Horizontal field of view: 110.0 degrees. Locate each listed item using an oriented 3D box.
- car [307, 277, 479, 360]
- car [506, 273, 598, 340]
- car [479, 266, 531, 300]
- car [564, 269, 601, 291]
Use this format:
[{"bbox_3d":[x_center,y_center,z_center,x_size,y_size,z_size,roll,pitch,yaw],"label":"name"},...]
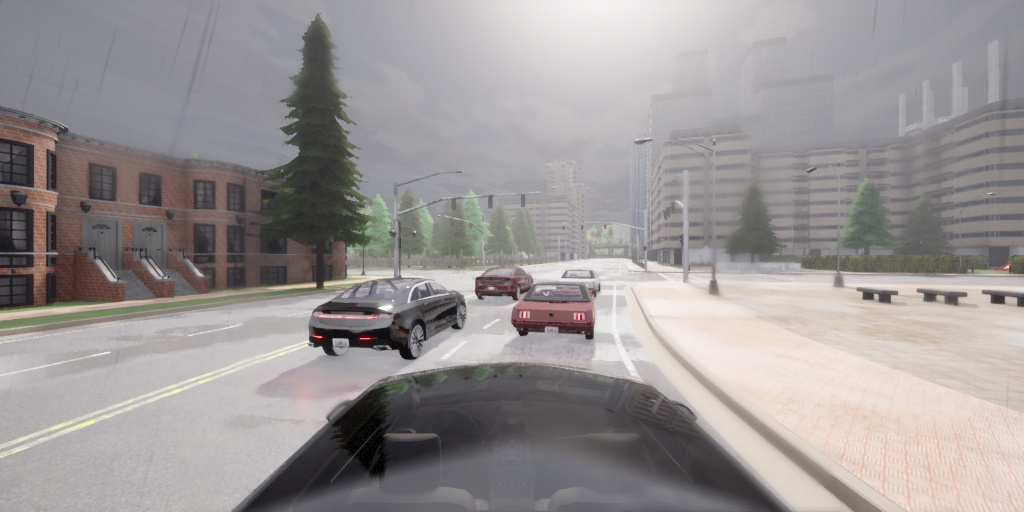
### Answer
[{"bbox_3d":[-2.491,1.242,8.428,2.128,1.511,4.902,0,0,9],"label":"car"},{"bbox_3d":[1.381,1.351,10.098,1.895,1.301,4.718,0,0,13],"label":"car"},{"bbox_3d":[-0.237,1.228,17.645,1.882,1.535,5.008,0,0,15],"label":"car"},{"bbox_3d":[3.634,1.351,18.987,1.895,1.301,4.718,0,0,17],"label":"car"}]
